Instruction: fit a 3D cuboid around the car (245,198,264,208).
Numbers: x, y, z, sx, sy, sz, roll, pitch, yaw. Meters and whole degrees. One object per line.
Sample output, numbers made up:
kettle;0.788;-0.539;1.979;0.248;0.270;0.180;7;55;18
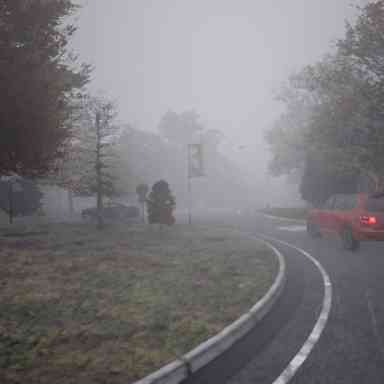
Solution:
car;11.786;2.154;62.249;2.150;2.045;5.566;-1;-5;28

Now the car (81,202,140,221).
car;-6.999;1.606;28.500;5.008;1.535;1.882;-1;0;11

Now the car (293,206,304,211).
car;26.785;4.188;83.800;1.895;1.301;4.718;-1;-5;28

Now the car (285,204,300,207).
car;22.194;3.531;74.866;2.128;1.511;4.902;-1;-5;27

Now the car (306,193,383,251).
car;6.617;1.071;13.600;2.150;2.045;5.566;-1;0;-1

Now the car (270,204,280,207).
car;18.902;3.516;76.118;1.882;1.535;5.008;-1;-5;27
